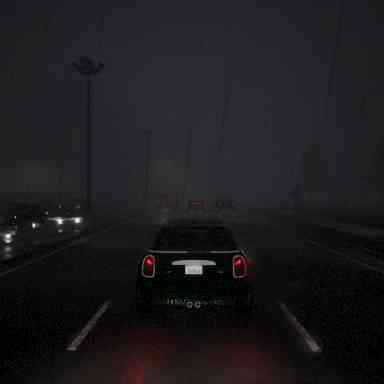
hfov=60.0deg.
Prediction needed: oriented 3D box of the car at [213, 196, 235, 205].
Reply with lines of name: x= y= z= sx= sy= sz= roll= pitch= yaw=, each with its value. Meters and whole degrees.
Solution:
car: x=4.006 y=1.352 z=40.178 sx=2.097 sy=1.767 sz=4.553 roll=0 pitch=0 yaw=1

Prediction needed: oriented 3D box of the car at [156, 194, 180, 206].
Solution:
car: x=-3.011 y=1.221 z=39.594 sx=2.150 sy=2.045 sz=5.566 roll=0 pitch=0 yaw=1

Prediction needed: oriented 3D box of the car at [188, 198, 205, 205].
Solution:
car: x=0.506 y=1.491 z=40.206 sx=2.128 sy=1.511 sz=4.902 roll=0 pitch=0 yaw=1

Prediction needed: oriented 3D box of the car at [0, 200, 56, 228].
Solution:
car: x=-11.252 y=1.492 z=21.915 sx=2.128 sy=1.511 sz=4.902 roll=0 pitch=0 yaw=1

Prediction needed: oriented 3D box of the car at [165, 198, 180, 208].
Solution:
car: x=-2.883 y=1.564 z=50.185 sx=1.994 sy=1.385 sz=4.181 roll=0 pitch=0 yaw=1

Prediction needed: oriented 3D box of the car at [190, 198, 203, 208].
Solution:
car: x=0.629 y=1.601 z=50.548 sx=1.895 sy=1.301 sz=4.718 roll=0 pitch=0 yaw=1

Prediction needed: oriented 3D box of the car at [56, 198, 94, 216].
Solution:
car: x=-11.116 y=1.352 z=32.051 sx=2.097 sy=1.767 sz=4.553 roll=0 pitch=0 yaw=1

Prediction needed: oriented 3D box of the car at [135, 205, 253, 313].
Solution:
car: x=0.060 y=1.352 z=7.812 sx=2.097 sy=1.767 sz=4.553 roll=0 pitch=0 yaw=1

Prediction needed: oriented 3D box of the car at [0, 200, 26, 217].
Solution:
car: x=-18.116 y=1.526 z=32.114 sx=1.812 sy=1.442 sz=4.674 roll=0 pitch=0 yaw=1
